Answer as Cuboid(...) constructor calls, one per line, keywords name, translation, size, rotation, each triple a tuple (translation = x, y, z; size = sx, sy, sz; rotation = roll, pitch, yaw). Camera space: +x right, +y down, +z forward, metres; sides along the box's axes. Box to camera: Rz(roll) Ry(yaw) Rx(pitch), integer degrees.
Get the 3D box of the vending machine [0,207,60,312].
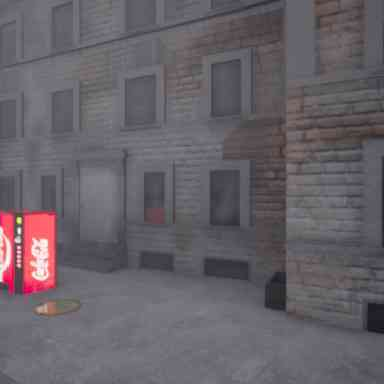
Cuboid(name="vending machine", translation=(-3.728, 1.414, 7.510), size=(0.880, 2.100, 1.100), rotation=(0, 0, 35))
